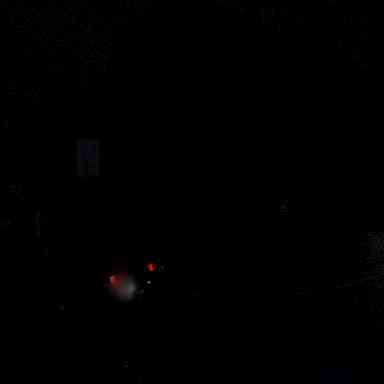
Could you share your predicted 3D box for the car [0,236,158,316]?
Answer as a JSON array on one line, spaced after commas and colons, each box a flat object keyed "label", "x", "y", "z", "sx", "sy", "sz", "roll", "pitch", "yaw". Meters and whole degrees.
[{"label": "car", "x": -3.239, "y": 1.651, "z": 7.454, "sx": 4.718, "sy": 1.301, "sz": 1.895, "roll": 0, "pitch": -1, "yaw": 23}]
